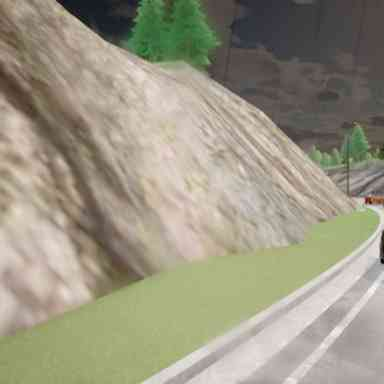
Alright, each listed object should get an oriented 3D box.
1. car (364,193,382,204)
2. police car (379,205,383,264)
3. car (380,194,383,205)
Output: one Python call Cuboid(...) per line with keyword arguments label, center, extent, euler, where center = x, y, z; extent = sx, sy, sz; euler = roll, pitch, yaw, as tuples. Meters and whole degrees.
Cuboid(label="car", center=(27.467, 0.929, 50.017), extent=(2.097, 1.767, 4.553), euler=(0, 0, 17))
Cuboid(label="police car", center=(7.356, 1.327, 10.712), extent=(1.930, 1.638, 5.238), euler=(0, 0, 36))
Cuboid(label="car", center=(23.706, 1.223, 38.772), extent=(1.994, 1.385, 4.181), euler=(0, 0, 20))
